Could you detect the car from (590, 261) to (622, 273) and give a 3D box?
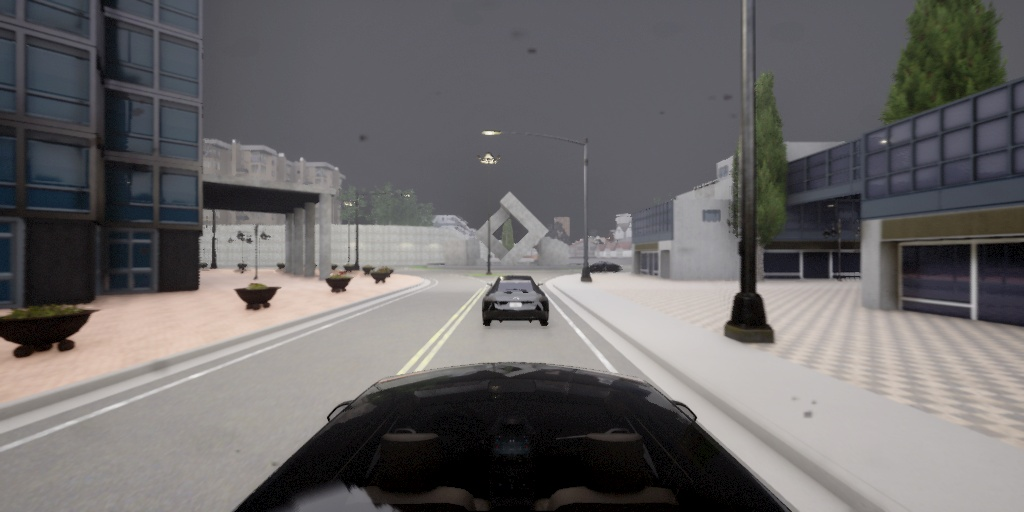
[{"bbox_3d":[11.381,1.332,43.341,4.181,1.385,1.994,0,0,-37],"label":"car"}]

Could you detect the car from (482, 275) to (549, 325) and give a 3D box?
[{"bbox_3d":[0.102,1.319,11.892,1.994,1.385,4.181,0,0,0],"label":"car"}]
